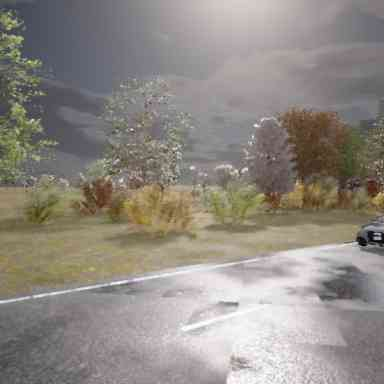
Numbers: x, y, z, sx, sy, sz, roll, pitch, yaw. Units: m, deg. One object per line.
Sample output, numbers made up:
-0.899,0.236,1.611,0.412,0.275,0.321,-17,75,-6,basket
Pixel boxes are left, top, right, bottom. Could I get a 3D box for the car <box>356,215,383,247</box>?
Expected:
8.703,1.589,13.884,4.181,1.385,1.994,0,0,-35,car
